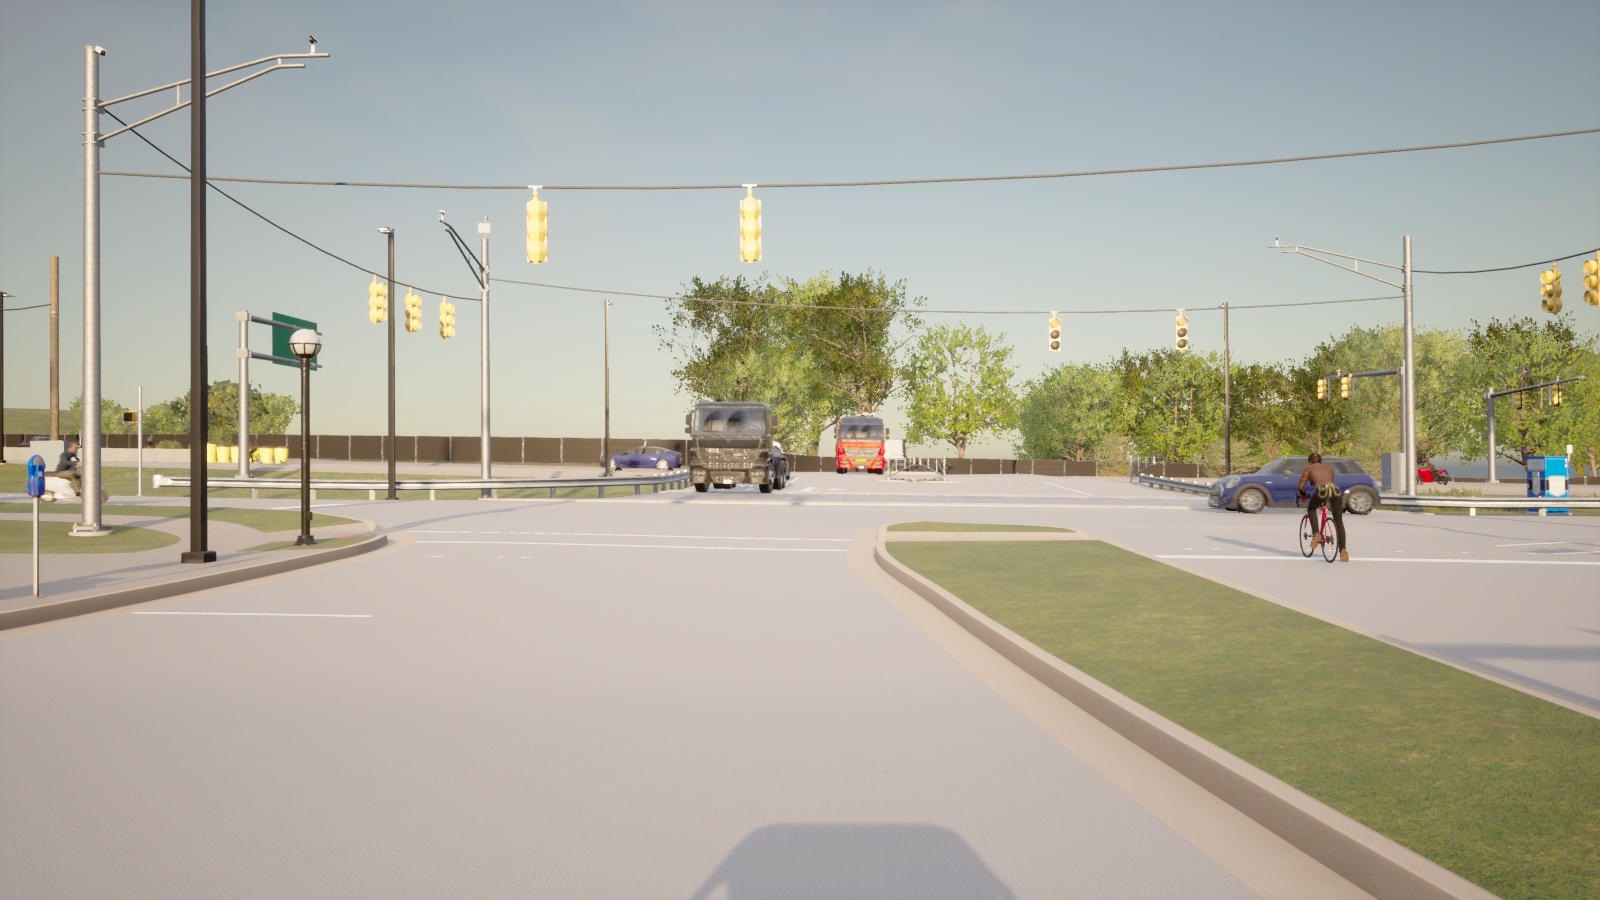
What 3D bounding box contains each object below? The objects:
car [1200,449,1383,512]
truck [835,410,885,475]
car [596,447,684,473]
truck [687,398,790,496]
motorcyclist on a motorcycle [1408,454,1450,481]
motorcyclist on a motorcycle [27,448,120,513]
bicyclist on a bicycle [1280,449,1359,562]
[{"bbox_3d":[14.261,0.867,36.652,4.553,1.767,2.097,0,-1,4],"label":"car"},{"bbox_3d":[3.706,-0.423,79.314,2.891,3.827,8.468,1,0,1],"label":"truck"},{"bbox_3d":[-9.239,0.585,72.805,4.792,1.488,2.163,0,-1,3],"label":"car"},{"bbox_3d":[-2.240,-0.133,48.801,2.891,3.462,7.936,0,0,5],"label":"truck"},{"bbox_3d":[36.688,1.022,73.210,2.044,1.523,0.797,0,-1,4],"label":"motorcyclist on a motorcycle"},{"bbox_3d":[-18.319,0.760,31.694,1.817,1.590,0.866,0,-1,3],"label":"motorcyclist on a motorcycle"},{"bbox_3d":[7.829,0.808,18.989,0.582,1.620,1.656,0,0,4],"label":"bicyclist on a bicycle"}]
